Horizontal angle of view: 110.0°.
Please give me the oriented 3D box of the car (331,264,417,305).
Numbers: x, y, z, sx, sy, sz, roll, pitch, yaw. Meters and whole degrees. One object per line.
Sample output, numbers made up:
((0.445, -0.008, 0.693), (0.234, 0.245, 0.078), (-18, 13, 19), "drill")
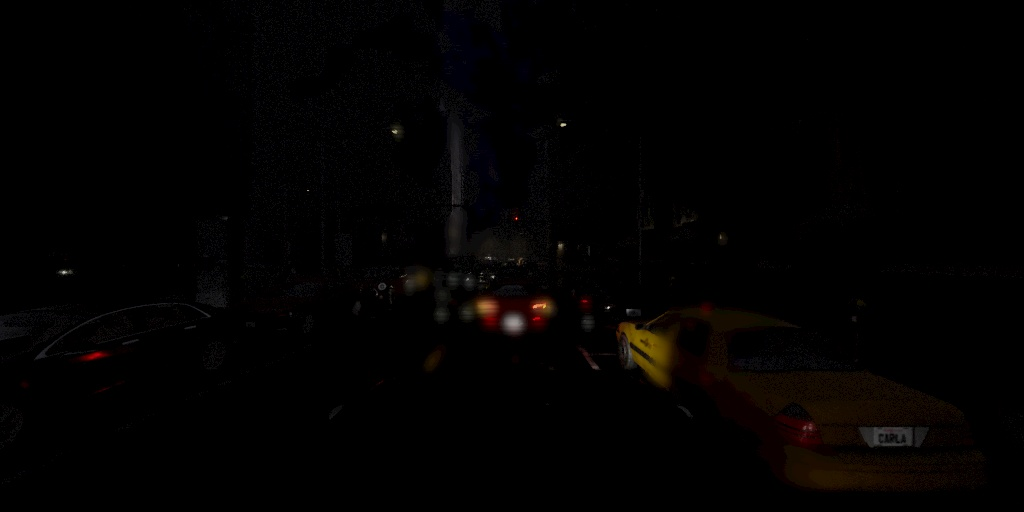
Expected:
((-5.778, 1.191, 15.640), (1.967, 1.591, 4.097), (0, 0, 0), "car")

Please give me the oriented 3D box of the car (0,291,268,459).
((-5.765, 1.300, 4.726), (2.007, 1.370, 4.403), (0, 0, 0), "car")

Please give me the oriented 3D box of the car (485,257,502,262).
((-3.152, 1.328, 57.882), (1.994, 1.385, 4.181), (0, 0, 0), "car")

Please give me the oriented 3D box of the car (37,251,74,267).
((-45.303, 0.261, 35.648), (4.553, 1.767, 2.097), (1, 0, 2), "car")

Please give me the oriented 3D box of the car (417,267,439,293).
((-5.785, 1.277, 20.926), (1.751, 1.417, 4.829), (0, 0, 0), "car")

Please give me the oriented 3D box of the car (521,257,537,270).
((2.702, 1.202, 53.077), (1.967, 1.591, 4.097), (0, 0, 0), "car")

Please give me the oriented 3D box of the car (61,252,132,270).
((-37.280, 0.622, 32.486), (4.181, 1.385, 1.994), (1, 0, -1), "car")

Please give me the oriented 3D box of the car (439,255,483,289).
((-3.353, 0.976, 23.140), (2.150, 2.045, 5.566), (0, 0, 0), "car")

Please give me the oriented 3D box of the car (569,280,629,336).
((2.754, 1.316, 10.195), (1.948, 1.339, 4.313), (0, 0, 0), "car")

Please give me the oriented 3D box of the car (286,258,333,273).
((-17.858, 0.936, 32.540), (4.892, 1.490, 1.837), (1, 0, 0), "car")

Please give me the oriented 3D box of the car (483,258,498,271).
((-3.153, 1.286, 47.915), (1.812, 1.442, 4.674), (0, 0, 0), "car")

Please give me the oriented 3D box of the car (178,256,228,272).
((-27.357, 0.752, 32.511), (4.892, 1.490, 1.837), (1, 0, 0), "car")

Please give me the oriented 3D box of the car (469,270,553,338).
((0.060, 1.276, 10.028), (1.812, 1.442, 4.674), (0, 0, 0), "car")

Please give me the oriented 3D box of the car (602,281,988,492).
((2.760, 1.275, 4.908), (1.751, 1.417, 4.829), (0, 0, 0), "car")

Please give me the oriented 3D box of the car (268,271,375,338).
((-5.772, 1.295, 10.183), (1.888, 1.381, 4.507), (0, 0, 0), "car")

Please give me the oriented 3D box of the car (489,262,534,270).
((-0.002, 1.256, 18.895), (1.837, 1.490, 4.892), (0, 0, 0), "car")
